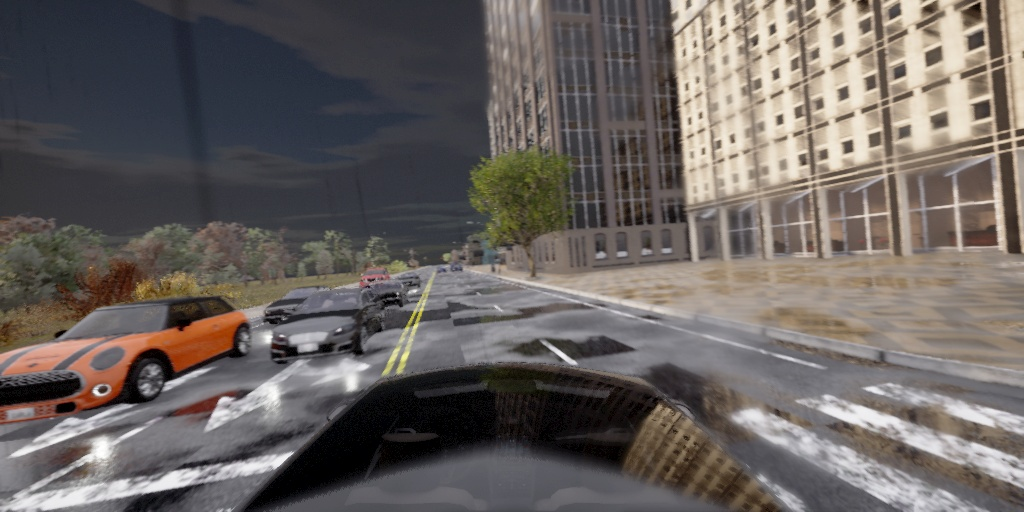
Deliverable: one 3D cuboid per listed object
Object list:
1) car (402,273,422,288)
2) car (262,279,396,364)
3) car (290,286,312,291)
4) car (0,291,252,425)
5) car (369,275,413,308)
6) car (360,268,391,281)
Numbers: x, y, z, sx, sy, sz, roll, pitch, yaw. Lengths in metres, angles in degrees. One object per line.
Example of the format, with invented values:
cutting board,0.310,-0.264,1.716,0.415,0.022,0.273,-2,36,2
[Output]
car,-9.360,2.246,32.804,1.994,1.385,4.181,-4,0,-11
car,-4.650,1.650,9.682,2.128,1.511,4.902,-4,0,-12
car,-9.362,2.111,16.558,2.033,1.411,5.357,-4,0,-12
car,-7.481,1.706,7.310,2.097,1.767,4.553,-4,0,-12
car,-6.527,1.968,18.877,1.895,1.301,4.718,-4,0,-12
car,-13.038,2.194,34.523,2.150,2.045,5.566,-4,-1,-11
